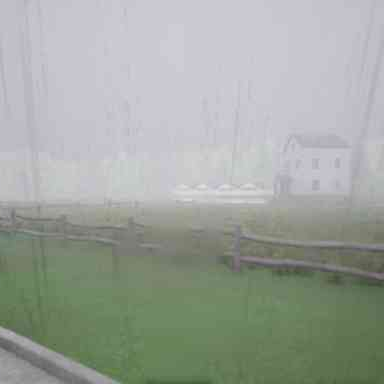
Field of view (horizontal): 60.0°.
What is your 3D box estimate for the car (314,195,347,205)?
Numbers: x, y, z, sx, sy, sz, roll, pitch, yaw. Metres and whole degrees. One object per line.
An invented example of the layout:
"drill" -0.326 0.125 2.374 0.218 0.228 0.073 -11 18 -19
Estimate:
"car" 21.128 1.281 50.993 4.605 1.855 1.932 0 0 35
